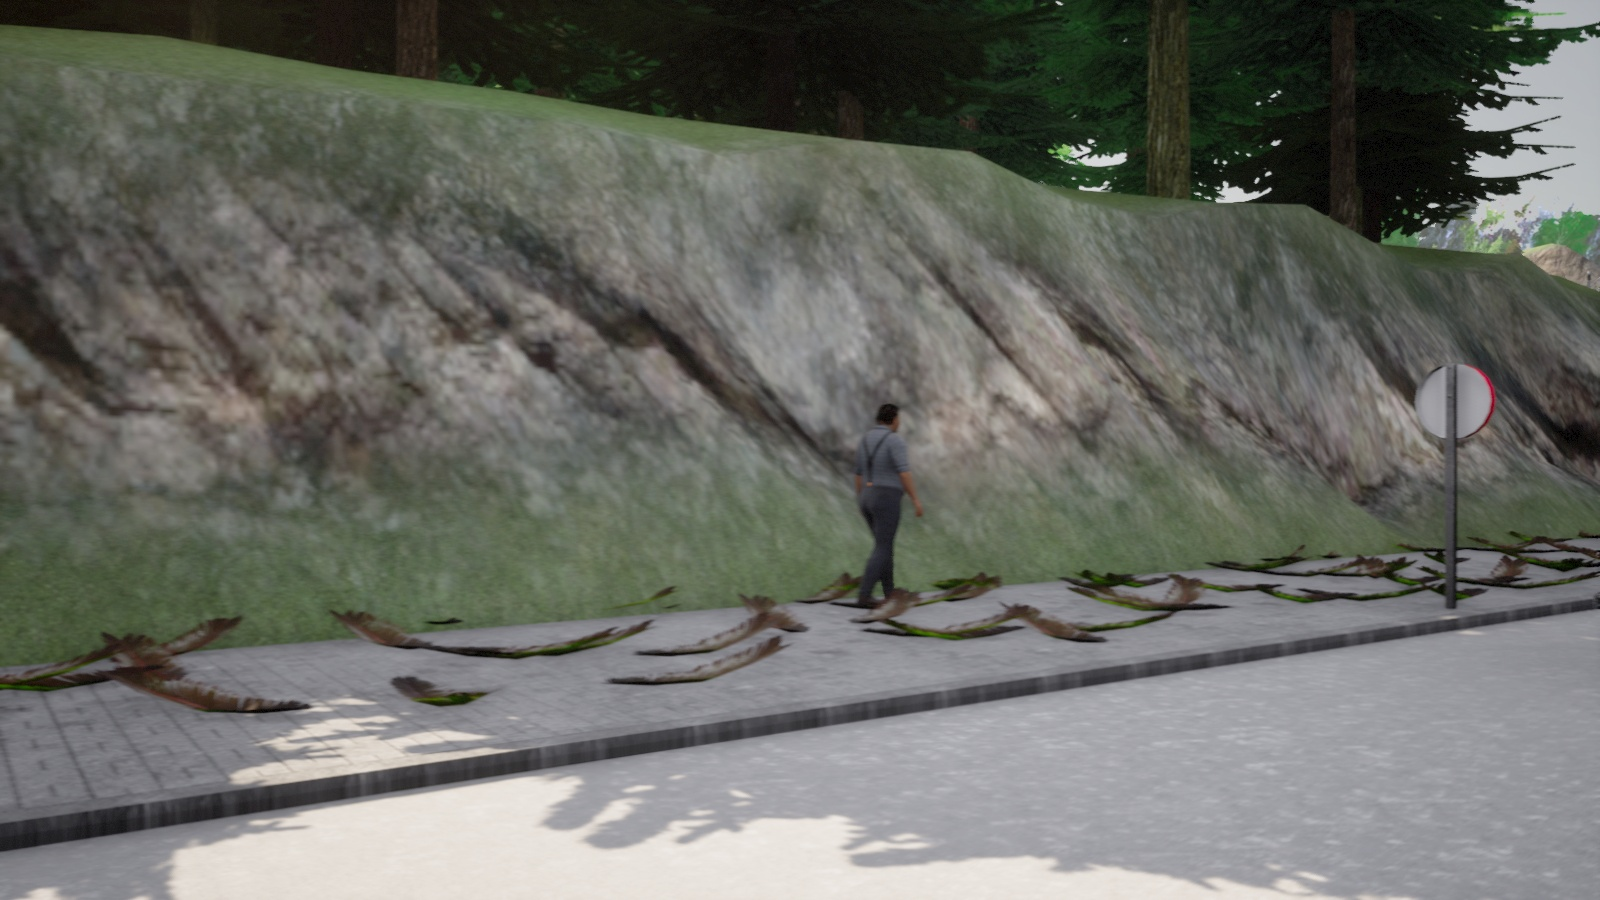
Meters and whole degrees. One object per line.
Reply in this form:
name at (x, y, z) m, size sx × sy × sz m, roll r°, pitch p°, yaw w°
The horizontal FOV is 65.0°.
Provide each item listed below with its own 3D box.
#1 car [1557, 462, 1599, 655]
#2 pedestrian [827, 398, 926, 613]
car at (8.511, 0.799, 10.194) m, size 5.357 × 1.411 × 2.033 m, roll 0°, pitch 0°, yaw -35°
pedestrian at (0.682, 0.474, 11.211) m, size 0.694 × 1.848 × 0.540 m, roll 0°, pitch 0°, yaw -35°
